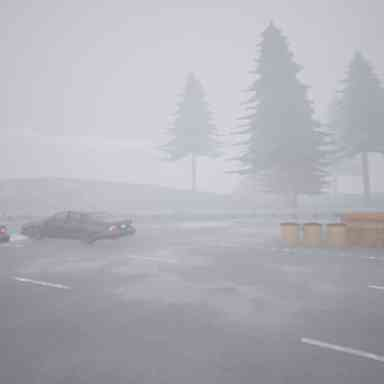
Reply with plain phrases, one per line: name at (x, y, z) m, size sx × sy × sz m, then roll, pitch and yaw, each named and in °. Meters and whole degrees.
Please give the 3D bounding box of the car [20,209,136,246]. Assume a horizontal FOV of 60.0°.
car at (-5.128, 1.482, 14.837) m, size 5.357 × 1.411 × 2.033 m, roll 0°, pitch 0°, yaw 25°

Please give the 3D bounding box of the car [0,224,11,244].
car at (-9.658, 1.548, 12.938) m, size 5.357 × 1.411 × 2.033 m, roll 0°, pitch 0°, yaw 20°
